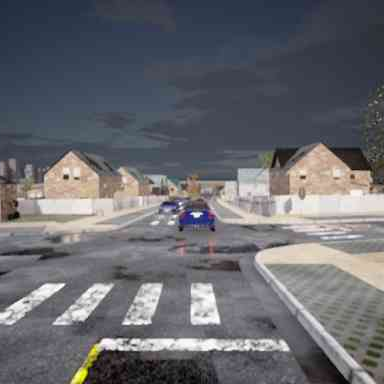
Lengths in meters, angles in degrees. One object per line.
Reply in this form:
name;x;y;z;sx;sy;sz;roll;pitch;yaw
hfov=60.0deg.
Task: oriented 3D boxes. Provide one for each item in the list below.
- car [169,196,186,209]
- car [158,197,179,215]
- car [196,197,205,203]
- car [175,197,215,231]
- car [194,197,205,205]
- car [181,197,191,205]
car;-1.970;1.448;47.539;2.097;1.767;4.553;0;0;2
car;-2.357;1.565;34.547;1.812;1.442;4.674;0;0;1
car;1.903;1.709;72.570;1.895;1.301;4.718;0;0;3
car;0.300;1.360;20.649;2.097;1.767;4.553;0;0;1
car;1.438;1.719;62.543;1.812;1.442;4.674;0;0;3
car;-1.147;1.751;66.392;1.812;1.442;4.674;0;-1;3
